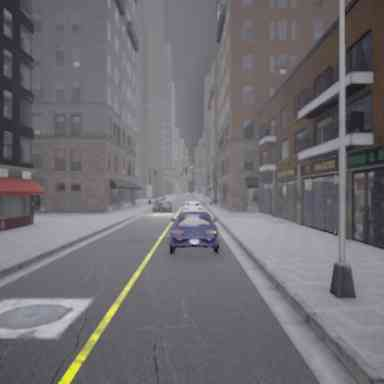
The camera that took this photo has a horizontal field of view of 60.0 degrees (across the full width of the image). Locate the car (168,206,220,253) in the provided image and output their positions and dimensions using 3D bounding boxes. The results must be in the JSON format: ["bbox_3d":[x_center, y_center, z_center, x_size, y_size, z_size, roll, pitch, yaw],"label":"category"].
[{"bbox_3d":[0.090,1.509,13.544,1.812,1.442,4.674,0,0,0],"label":"car"}]

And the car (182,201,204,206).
[{"bbox_3d":[0.092,1.490,28.654,1.812,1.442,4.674,0,0,0],"label":"car"}]

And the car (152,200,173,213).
[{"bbox_3d":[-3.086,1.520,35.865,1.994,1.385,4.181,0,0,0],"label":"car"}]
